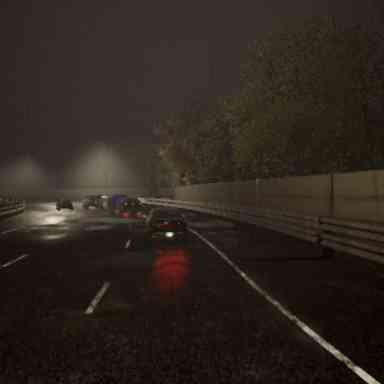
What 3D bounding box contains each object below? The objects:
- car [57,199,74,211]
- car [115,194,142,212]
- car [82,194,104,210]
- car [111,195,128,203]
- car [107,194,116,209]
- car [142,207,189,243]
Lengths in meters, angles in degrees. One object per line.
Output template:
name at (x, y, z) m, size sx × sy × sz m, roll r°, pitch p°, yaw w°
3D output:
car at (-16.361, 1.637, 42.808) m, size 2.033 × 1.411 × 5.357 m, roll 0°, pitch 0°, yaw -25°
car at (-7.386, 1.390, 39.477) m, size 2.097 × 1.767 × 4.553 m, roll 0°, pitch 0°, yaw -21°
car at (-13.260, 1.296, 44.433) m, size 2.150 × 2.045 × 5.566 m, roll 0°, pitch 0°, yaw -25°
car at (-15.832, 1.561, 72.783) m, size 1.882 × 1.535 × 5.008 m, roll 0°, pitch 0°, yaw 8°
car at (-10.354, 1.282, 46.584) m, size 2.150 × 2.045 × 5.566 m, roll 0°, pitch 0°, yaw -25°
car at (-1.321, 1.512, 16.162) m, size 1.837 × 1.490 × 4.892 m, roll 0°, pitch 0°, yaw -10°
